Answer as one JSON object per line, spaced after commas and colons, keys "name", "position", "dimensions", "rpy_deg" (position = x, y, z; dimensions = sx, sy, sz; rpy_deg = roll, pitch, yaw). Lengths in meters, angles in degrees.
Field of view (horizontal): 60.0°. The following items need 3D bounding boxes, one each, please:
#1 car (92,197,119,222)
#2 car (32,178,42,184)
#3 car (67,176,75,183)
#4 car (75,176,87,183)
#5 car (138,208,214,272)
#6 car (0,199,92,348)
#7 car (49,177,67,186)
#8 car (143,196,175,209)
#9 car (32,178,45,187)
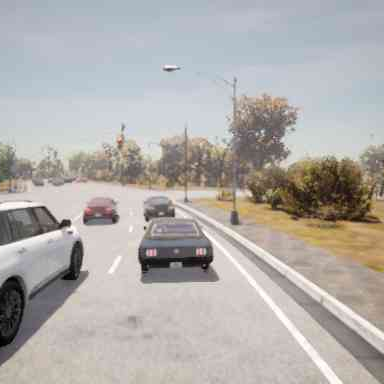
{"name": "car", "position": [-5.547, 1.007, 20.528], "dimensions": [1.812, 1.442, 4.674], "rpy_deg": [-1, 3, -10]}
{"name": "car", "position": [-38.261, -2.738, 81.928], "dimensions": [1.994, 1.385, 4.181], "rpy_deg": [-2, 4, -27]}
{"name": "car", "position": [-31.741, -2.977, 84.536], "dimensions": [1.882, 1.535, 5.008], "rpy_deg": [-2, 4, -27]}
{"name": "car", "position": [-28.791, -3.221, 86.448], "dimensions": [2.097, 1.767, 4.553], "rpy_deg": [-2, 4, -27]}
{"name": "car", "position": [-0.569, 1.432, 10.265], "dimensions": [1.895, 1.301, 4.718], "rpy_deg": [0, 1, -5]}
{"name": "car", "position": [-3.748, 1.154, 6.259], "dimensions": [2.150, 2.045, 5.566], "rpy_deg": [0, 1, -3]}
{"name": "car", "position": [-27.737, -2.147, 68.880], "dimensions": [2.097, 1.767, 4.553], "rpy_deg": [-2, 4, -27]}
{"name": "car", "position": [-2.134, 0.960, 21.234], "dimensions": [1.812, 1.442, 4.674], "rpy_deg": [-1, 3, -10]}
{"name": "car", "position": [-30.858, -1.899, 67.310], "dimensions": [1.837, 1.490, 4.892], "rpy_deg": [-2, 4, -27]}
